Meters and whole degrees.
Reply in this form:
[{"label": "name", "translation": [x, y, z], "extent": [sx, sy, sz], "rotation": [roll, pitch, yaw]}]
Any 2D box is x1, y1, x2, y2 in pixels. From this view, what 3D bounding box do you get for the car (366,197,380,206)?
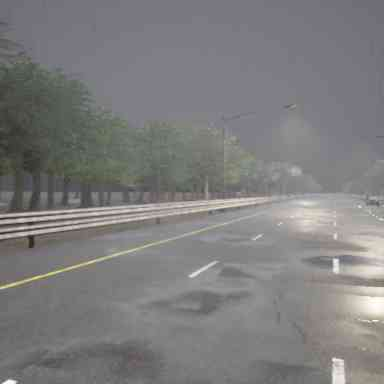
[{"label": "car", "translation": [31.331, 1.612, 57.569], "extent": [1.812, 1.442, 4.674], "rotation": [0, 0, 30]}]
